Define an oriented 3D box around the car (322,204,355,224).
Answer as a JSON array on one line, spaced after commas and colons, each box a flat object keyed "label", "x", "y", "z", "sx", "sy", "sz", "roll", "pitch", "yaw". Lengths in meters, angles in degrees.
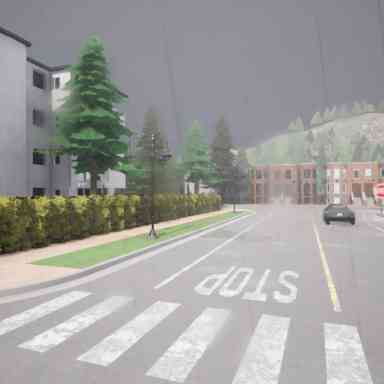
[{"label": "car", "x": 10.832, "y": 1.555, "z": 24.741, "sx": 1.994, "sy": 1.385, "sz": 4.181, "roll": 0, "pitch": 0, "yaw": 19}]
